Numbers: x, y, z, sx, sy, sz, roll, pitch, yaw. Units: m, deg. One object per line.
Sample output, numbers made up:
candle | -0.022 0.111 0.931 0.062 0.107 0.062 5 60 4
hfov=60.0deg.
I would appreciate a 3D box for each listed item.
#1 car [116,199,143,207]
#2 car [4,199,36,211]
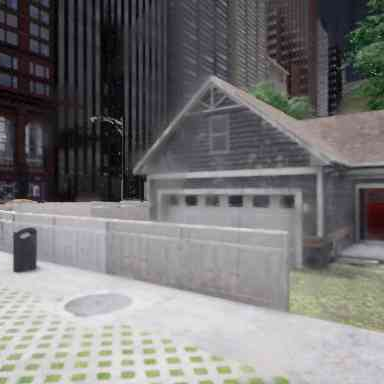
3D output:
car | -7.869 1.564 41.498 2.033 1.411 5.357 0 0 36
car | -17.651 1.501 33.540 1.882 1.535 5.008 0 0 36
